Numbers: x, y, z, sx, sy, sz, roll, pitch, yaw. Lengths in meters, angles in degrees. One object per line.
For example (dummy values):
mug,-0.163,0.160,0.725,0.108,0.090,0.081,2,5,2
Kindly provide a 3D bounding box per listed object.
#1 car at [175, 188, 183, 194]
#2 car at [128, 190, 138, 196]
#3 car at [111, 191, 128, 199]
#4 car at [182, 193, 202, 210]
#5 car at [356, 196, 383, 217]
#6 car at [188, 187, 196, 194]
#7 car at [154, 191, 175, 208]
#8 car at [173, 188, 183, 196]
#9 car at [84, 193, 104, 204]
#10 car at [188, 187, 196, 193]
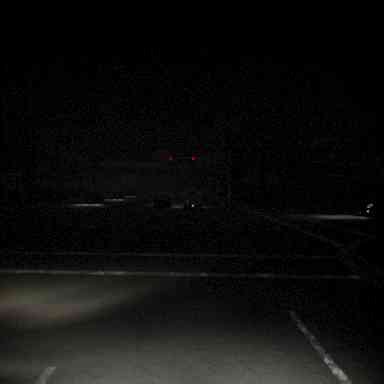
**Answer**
car,-3.521,-0.348,90.750,1.994,1.385,4.181,0,2,0
car,-14.018,0.181,78.374,2.033,1.411,5.357,0,2,0
car,-14.037,0.582,62.916,1.837,1.490,4.892,0,2,0
car,0.092,1.140,35.782,1.812,1.442,4.674,0,1,0
car,15.829,1.090,26.927,4.553,1.767,2.097,0,1,-2
car,-0.021,-0.544,90.715,2.097,1.767,4.553,0,2,0
car,-3.408,1.034,39.929,1.882,1.535,5.008,0,1,0
car,-3.518,-0.082,80.683,2.097,1.767,4.553,0,2,0
car,-14.088,0.917,48.091,1.837,1.490,4.892,0,1,0
car,-0.018,0.086,80.753,1.812,1.442,4.674,0,2,0
